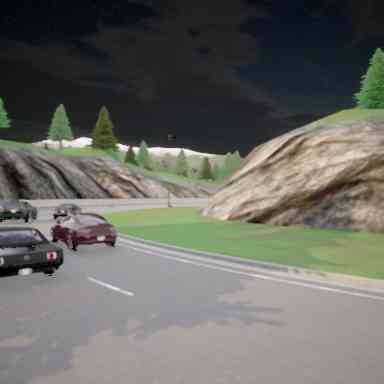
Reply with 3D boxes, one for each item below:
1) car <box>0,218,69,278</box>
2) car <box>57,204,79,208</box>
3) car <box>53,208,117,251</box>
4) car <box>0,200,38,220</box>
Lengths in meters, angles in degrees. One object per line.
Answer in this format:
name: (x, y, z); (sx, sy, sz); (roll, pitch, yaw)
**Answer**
car: (-5.509, 1.674, 9.841); (1.895, 1.301, 4.718); (1, -1, -40)
car: (-11.706, 1.798, 31.491); (2.033, 1.411, 5.357); (0, -1, -9)
car: (-4.891, 1.648, 14.845); (1.812, 1.442, 4.674); (0, -1, -36)
car: (-14.360, 1.556, 27.811); (2.097, 1.767, 4.553); (0, -1, -15)
